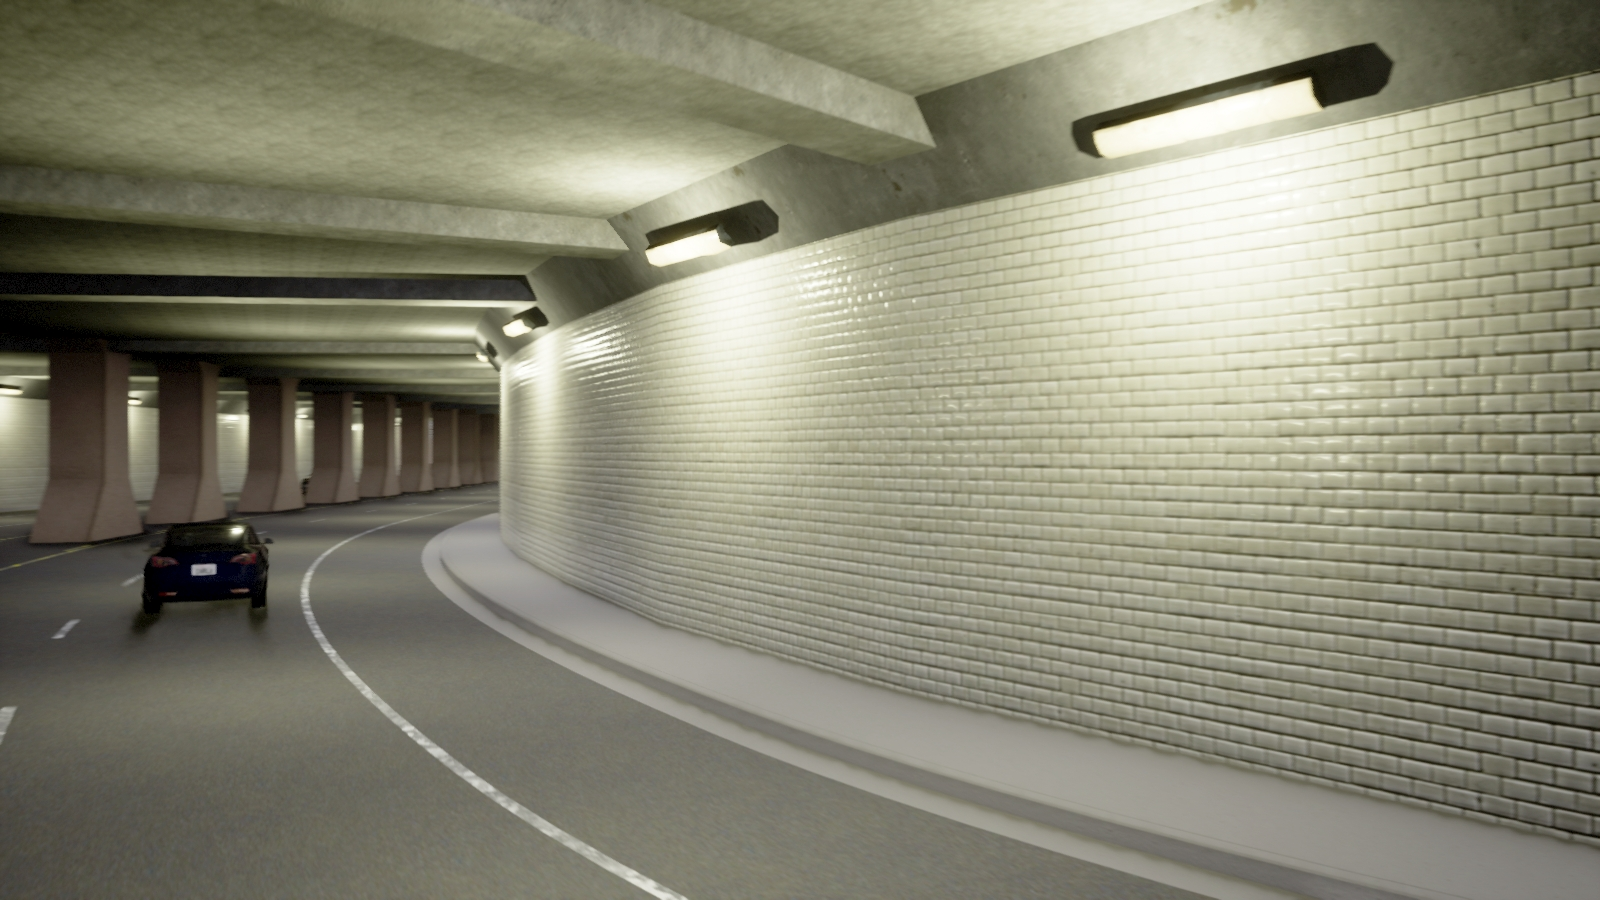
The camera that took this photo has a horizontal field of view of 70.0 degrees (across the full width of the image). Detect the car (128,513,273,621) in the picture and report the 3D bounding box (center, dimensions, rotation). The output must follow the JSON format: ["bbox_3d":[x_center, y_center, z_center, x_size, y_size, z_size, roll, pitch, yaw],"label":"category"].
[{"bbox_3d":[-11.106,2.080,21.486,2.163,1.488,4.792,0,0,-25],"label":"car"}]
